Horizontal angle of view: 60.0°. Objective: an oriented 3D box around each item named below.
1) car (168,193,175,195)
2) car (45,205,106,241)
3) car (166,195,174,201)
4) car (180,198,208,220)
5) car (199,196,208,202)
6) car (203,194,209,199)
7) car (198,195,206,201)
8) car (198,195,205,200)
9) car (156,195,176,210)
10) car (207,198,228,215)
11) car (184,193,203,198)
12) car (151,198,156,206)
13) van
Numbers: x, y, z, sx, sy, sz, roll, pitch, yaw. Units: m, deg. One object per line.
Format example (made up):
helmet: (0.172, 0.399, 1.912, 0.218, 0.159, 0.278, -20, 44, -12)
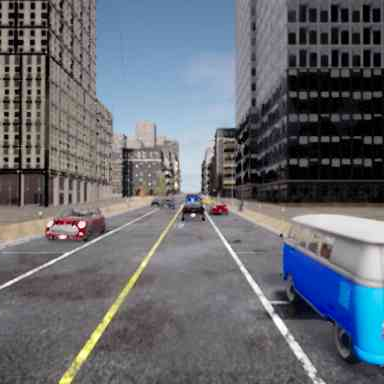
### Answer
car: (-5.686, 1.342, 76.502, 2.192, 1.841, 5.009, 1, 0, 0)
car: (-5.645, 1.444, 16.582, 1.967, 1.590, 4.097, 1, 0, 0)
car: (-5.692, 1.577, 87.393, 1.887, 1.381, 4.507, 1, 0, 0)
car: (0.095, 1.513, 27.873, 1.837, 1.490, 4.892, 0, 0, 0)
car: (2.691, 1.572, 76.534, 1.887, 1.381, 4.507, 1, 0, 0)
car: (2.693, 1.545, 60.385, 1.752, 1.417, 4.829, 1, 0, 0)
car: (2.688, 1.599, 87.414, 1.947, 1.339, 4.313, 1, 0, 0)
car: (2.687, 1.602, 92.852, 1.947, 1.339, 4.313, 1, 0, 0)
car: (-3.092, 1.518, 42.329, 1.837, 1.490, 4.892, 0, 0, 0)
car: (2.697, 1.592, 33.442, 1.802, 1.307, 4.206, 1, 0, 0)
car: (0.090, 1.228, 46.493, 2.150, 2.045, 5.566, 0, -1, 0)
car: (-5.687, 1.583, 54.719, 1.947, 1.339, 4.313, 1, 0, 0)
van: (2.706, 1.343, 5.556, 1.690, 1.788, 3.998, 1, 0, 0)
